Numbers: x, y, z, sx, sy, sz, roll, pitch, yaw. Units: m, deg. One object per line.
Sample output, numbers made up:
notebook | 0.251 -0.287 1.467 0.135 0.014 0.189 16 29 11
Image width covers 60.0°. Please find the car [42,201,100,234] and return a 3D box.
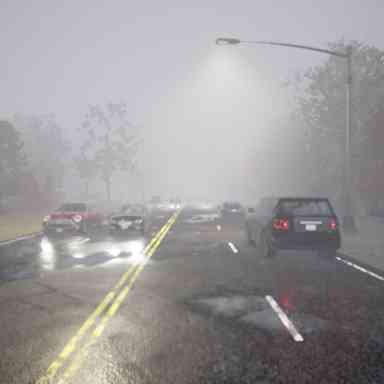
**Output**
car | -6.574 1.314 18.778 2.097 1.767 4.553 0 0 0

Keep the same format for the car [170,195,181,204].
car | -2.957 1.361 60.241 2.128 1.511 4.902 0 0 1

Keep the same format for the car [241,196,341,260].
car | 3.403 1.161 12.235 2.150 2.045 5.566 0 -1 0

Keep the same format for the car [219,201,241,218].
car | 3.443 1.451 29.184 1.994 1.385 4.181 1 1 0

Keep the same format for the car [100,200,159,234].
car | -3.324 1.451 18.844 2.128 1.511 4.902 0 0 0

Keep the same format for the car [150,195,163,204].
car | -6.228 1.351 59.012 1.882 1.535 5.008 0 0 1
